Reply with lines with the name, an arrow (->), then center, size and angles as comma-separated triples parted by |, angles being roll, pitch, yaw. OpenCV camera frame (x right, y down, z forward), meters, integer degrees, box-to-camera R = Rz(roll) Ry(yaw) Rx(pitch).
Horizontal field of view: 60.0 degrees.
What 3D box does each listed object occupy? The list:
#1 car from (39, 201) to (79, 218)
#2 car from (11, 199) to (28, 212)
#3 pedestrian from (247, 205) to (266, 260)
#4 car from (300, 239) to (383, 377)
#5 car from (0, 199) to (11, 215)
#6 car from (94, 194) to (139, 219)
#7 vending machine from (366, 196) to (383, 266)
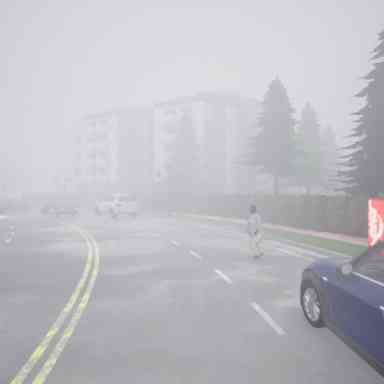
car -> -12.354, 1.543, 30.802 | 2.033, 1.411, 5.357 | 0, 0, -43
car -> -20.800, 1.488, 38.029 | 4.902, 1.511, 2.128 | 0, 0, 32
pedestrian -> 2.084, 1.293, 10.948 | 0.375, 1.860, 0.375 | 0, 0, -14
car -> 3.082, 1.352, 4.187 | 2.097, 1.767, 4.553 | 0, 0, -3
car -> -20.140, 1.561, 32.784 | 4.181, 1.385, 1.994 | 0, 0, 37
car -> -6.764, 1.219, 29.504 | 2.150, 2.045, 5.566 | 0, 0, -37
vending machine -> 6.265, 1.194, 10.471 | 1.100, 2.100, 0.880 | 0, 0, -12
